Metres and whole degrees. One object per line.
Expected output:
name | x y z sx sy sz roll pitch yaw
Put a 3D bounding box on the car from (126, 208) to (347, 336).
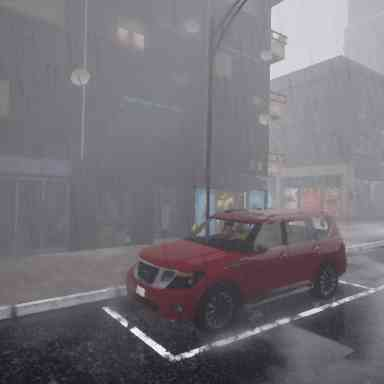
car | 1.210 1.318 6.927 5.009 1.841 2.192 0 2 -35
